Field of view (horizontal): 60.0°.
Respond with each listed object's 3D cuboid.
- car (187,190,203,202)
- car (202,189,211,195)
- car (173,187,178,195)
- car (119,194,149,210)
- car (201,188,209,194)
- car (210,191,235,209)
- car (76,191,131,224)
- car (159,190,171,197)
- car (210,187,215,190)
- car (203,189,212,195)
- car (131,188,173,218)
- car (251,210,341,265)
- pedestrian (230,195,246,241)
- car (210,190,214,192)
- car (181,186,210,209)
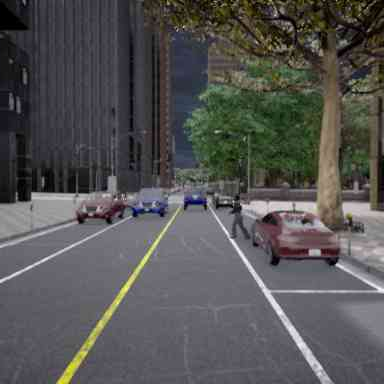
[{"bbox_3d":[0.473,0.524,48.074,2.128,1.511,4.902,1,1,2],"label":"car"},{"bbox_3d":[3.467,-0.082,80.417,2.008,1.369,4.403,0,1,1],"label":"car"},{"bbox_3d":[-5.058,-0.084,80.485,2.008,1.369,4.403,0,1,1],"label":"car"},{"bbox_3d":[-5.483,0.886,31.948,2.008,1.369,4.403,0,1,1],"label":"car"},{"bbox_3d":[3.563,-0.404,91.326,1.967,1.590,4.097,0,1,1],"label":"car"},{"bbox_3d":[3.042,0.903,31.882,1.947,1.339,4.313,0,1,1],"label":"car"},{"bbox_3d":[-5.579,0.877,20.921,2.192,1.841,5.009,0,1,0],"label":"car"},{"bbox_3d":[-5.201,0.250,64.118,1.947,1.339,4.313,0,1,1],"label":"car"},{"bbox_3d":[3.324,0.001,64.048,2.192,1.841,5.009,0,1,1],"label":"car"},{"bbox_3d":[3.419,0.040,74.963,1.947,1.339,4.313,0,1,1],"label":"car"},{"bbox_3d":[-2.887,0.714,24.231,2.150,2.045,5.566,0,1,1],"label":"car"},{"bbox_3d":[3.092,1.303,10.615,1.812,1.442,4.674,0,1,1],"label":"car"},{"bbox_3d":[1.845,1.011,13.459,0.375,1.860,0.375,0,1,1],"label":"pedestrian"},{"bbox_3d":[3.090,0.774,37.394,2.008,1.369,4.403,0,1,1],"label":"car"},{"bbox_3d":[0.347,0.553,32.261,2.150,2.045,5.566,0,1,1],"label":"car"}]
